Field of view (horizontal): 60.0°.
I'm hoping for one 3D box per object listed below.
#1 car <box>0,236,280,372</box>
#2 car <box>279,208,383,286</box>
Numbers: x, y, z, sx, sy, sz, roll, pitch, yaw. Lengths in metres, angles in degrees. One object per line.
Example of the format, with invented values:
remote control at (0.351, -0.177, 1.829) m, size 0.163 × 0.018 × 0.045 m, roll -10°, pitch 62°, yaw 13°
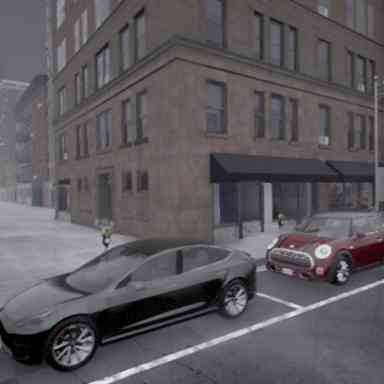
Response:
car at (-0.767, 1.523, 5.641) m, size 4.313 × 1.339 × 1.947 m, roll -1°, pitch 1°, yaw -35°
car at (3.857, 1.302, 8.939) m, size 4.097 × 1.590 × 1.967 m, roll -1°, pitch 1°, yaw -35°
